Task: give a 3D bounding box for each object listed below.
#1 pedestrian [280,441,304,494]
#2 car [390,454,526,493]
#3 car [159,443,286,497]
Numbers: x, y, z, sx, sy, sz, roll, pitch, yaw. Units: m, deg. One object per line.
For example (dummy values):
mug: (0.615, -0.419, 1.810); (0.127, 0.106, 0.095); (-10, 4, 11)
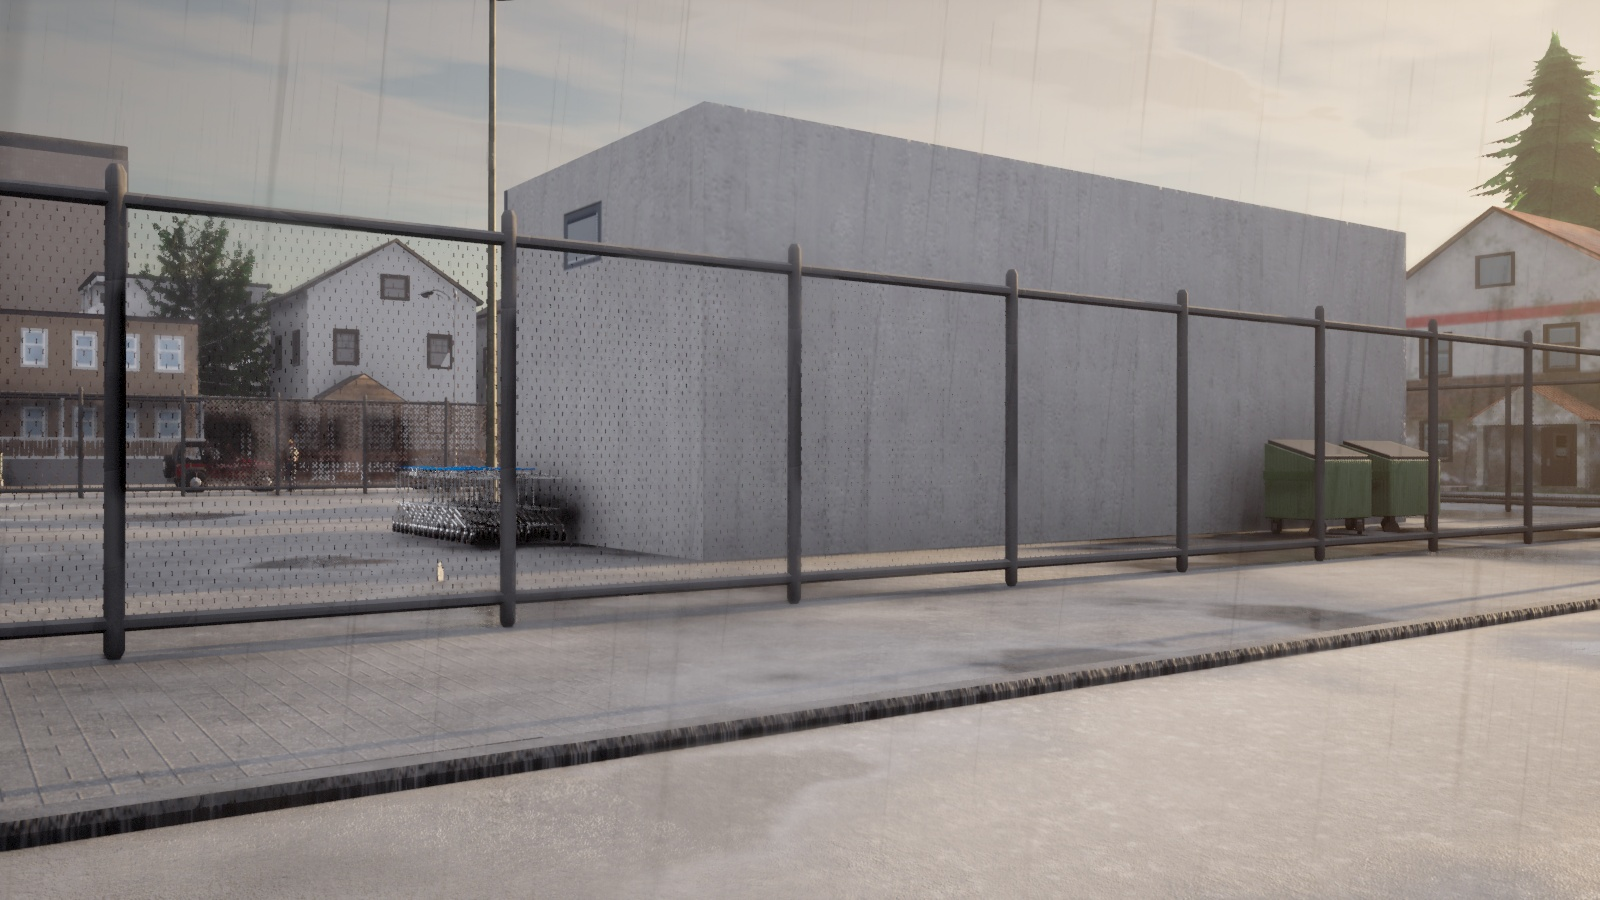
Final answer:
pedestrian: (-17.720, 0.593, 43.804); (0.706, 1.836, 0.354); (0, 0, 23)
car: (-13.605, 0.901, 50.073); (4.892, 1.490, 1.837); (0, 0, -33)
car: (-20.718, 0.695, 45.078); (3.866, 1.878, 1.905); (0, 0, -34)
